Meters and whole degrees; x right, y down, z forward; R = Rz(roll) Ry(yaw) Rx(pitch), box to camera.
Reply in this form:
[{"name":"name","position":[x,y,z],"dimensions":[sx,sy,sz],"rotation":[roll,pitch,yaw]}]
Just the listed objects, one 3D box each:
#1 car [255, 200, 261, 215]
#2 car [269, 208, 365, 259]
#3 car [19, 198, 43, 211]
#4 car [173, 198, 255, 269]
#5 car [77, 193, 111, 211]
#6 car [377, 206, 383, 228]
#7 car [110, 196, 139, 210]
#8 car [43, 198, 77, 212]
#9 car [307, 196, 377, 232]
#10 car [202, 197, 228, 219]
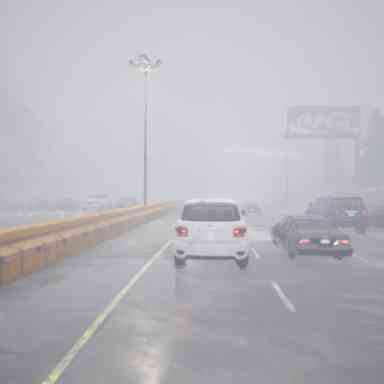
[{"name":"car","position":[5.915,1.528,34.016],"dimensions":[1.812,1.442,4.674],"rotation":[0,0,4]},{"name":"car","position":[4.230,1.554,12.603],"dimensions":[2.033,1.411,5.357],"rotation":[0,0,4]},{"name":"car","position":[-18.345,1.429,39.262],"dimensions":[2.128,1.511,4.902],"rotation":[0,0,5]},{"name":"car","position":[0.674,1.218,11.405],"dimensions":[2.150,2.045,5.566],"rotation":[0,0,4]},{"name":"car","position":[-11.253,1.161,39.950],"dimensions":[2.150,2.045,5.566],"rotation":[0,0,5]},{"name":"car","position":[11.784,1.502,19.381],"dimensions":[1.882,1.535,5.008],"rotation":[0,0,4]},{"name":"car","position":[-7.757,1.315,39.768],"dimensions":[2.097,1.767,4.553],"rotation":[0,0,5]},{"name":"car","position":[-14.872,1.453,38.806],"dimensions":[1.837,1.490,4.892],"rotation":[0,-1,5]},{"name":"car","position":[8.278,1.236,19.514],"dimensions":[2.150,2.045,5.566],"rotation":[0,0,5]},{"name":"car","position":[2.058,1.346,29.509],"dimensions":[2.097,1.767,4.553],"rotation":[0,0,5]}]
